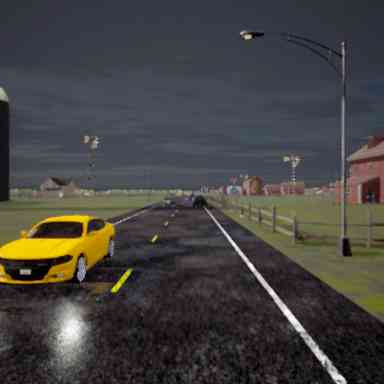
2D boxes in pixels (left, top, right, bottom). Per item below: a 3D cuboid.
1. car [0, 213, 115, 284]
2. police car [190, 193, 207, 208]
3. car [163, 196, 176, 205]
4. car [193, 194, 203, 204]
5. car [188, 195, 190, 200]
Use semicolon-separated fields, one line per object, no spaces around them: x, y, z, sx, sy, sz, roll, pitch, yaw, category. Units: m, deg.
-3.585;1.437;9.640;1.882;1.535;5.008;0;0;0;car
1.067;1.269;45.154;1.930;1.638;5.238;0;0;0;police car
-3.525;1.317;52.999;2.128;1.511;4.902;0;0;1;car
1.073;1.266;61.235;1.801;1.575;5.366;0;0;0;car
0.030;1.232;78.515;1.812;1.442;4.674;0;0;0;car
